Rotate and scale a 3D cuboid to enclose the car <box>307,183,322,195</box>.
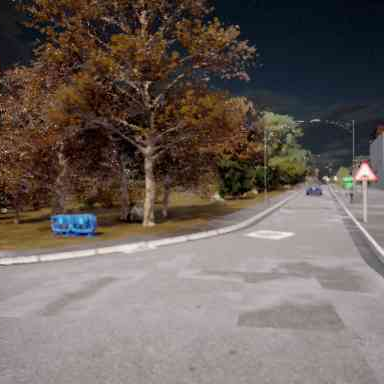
[{"bbox_3d":[18.775,-0.526,51.110,2.097,1.767,4.553,-1,2,21],"label":"car"}]
